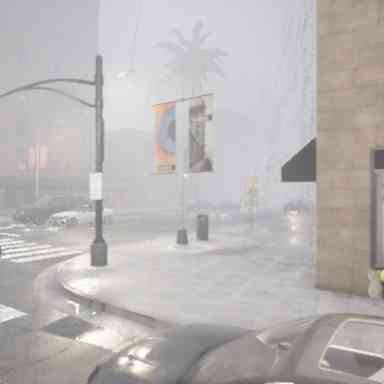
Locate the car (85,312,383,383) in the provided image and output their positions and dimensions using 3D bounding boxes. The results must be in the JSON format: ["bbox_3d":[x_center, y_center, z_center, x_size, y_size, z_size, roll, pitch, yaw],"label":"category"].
[{"bbox_3d":[1.059,1.551,2.092,4.403,1.369,2.008,0,0,36],"label":"car"}]

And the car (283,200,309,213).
[{"bbox_3d":[12.053,1.606,38.450,1.812,1.442,4.674,0,0,35],"label":"car"}]

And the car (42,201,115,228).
[{"bbox_3d":[-7.336,1.553,22.583,1.812,1.442,4.674,0,0,35],"label":"car"}]

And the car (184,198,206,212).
[{"bbox_3d":[0.654,1.536,39.542,1.882,1.535,5.008,0,0,35],"label":"car"}]

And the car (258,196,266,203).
[{"bbox_3d":[10.205,1.294,52.920,1.882,1.535,5.008,0,0,35],"label":"car"}]

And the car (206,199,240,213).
[{"bbox_3d":[3.994,1.590,38.638,1.812,1.442,4.674,0,0,35],"label":"car"}]

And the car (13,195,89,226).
[{"bbox_3d":[-10.027,1.240,24.405,2.150,2.045,5.566,0,1,36],"label":"car"}]

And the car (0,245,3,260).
[{"bbox_3d":[-6.841,1.537,8.728,1.812,1.442,4.674,-1,0,-7],"label":"car"}]
